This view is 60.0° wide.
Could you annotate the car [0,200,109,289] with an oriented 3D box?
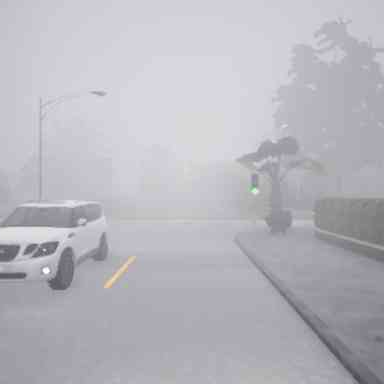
[{"bbox_3d":[-4.009,1.265,9.633,2.150,2.045,5.566,0,0,0],"label":"car"}]
